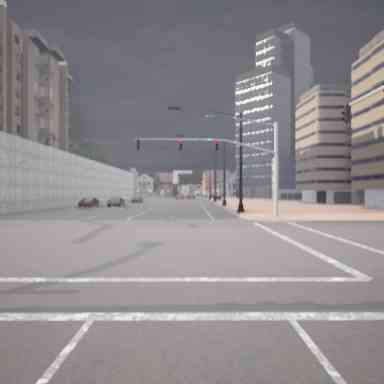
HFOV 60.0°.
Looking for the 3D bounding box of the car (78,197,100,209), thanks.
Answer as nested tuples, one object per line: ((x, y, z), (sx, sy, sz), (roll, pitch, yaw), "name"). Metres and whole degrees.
((-14.179, 1.439, 45.850), (1.882, 1.535, 5.008), (0, 0, 0), "car")

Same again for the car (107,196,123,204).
((-14.166, 1.475, 61.430), (1.812, 1.442, 4.674), (0, 0, 0), "car")

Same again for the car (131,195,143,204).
((-10.646, 1.455, 64.591), (1.837, 1.490, 4.892), (0, 0, 0), "car")

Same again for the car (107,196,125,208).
((-10.680, 1.466, 47.045), (1.837, 1.490, 4.892), (0, 0, 0), "car")
